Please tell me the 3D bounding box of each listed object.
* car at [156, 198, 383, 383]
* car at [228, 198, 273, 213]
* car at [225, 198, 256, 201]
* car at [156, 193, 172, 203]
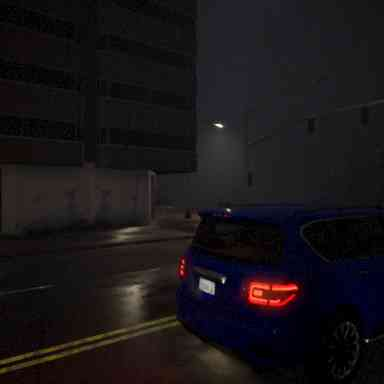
[{"bbox_3d":[2.380,1.217,5.506,5.566,2.045,2.150,0,0,-35],"label":"car"},{"bbox_3d":[6.610,1.464,38.072,2.128,1.511,4.902,0,0,-36],"label":"car"},{"bbox_3d":[4.782,1.469,34.641,2.128,1.511,4.902,0,0,-36],"label":"car"},{"bbox_3d":[-5.490,1.200,54.767,2.150,2.045,5.566,0,0,-36],"label":"car"}]
